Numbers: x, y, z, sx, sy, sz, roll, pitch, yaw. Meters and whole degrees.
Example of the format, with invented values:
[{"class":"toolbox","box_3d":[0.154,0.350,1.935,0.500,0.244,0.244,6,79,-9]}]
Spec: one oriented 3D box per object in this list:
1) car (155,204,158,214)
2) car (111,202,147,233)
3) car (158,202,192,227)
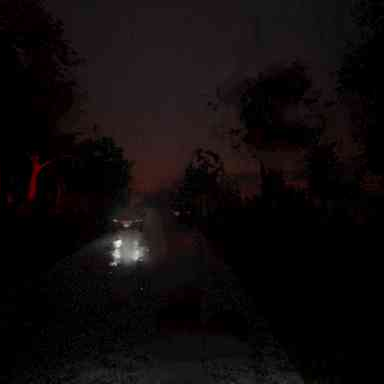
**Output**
[{"class":"car","box_3d":[-3.562,1.964,41.968,1.882,1.535,5.008,1,-1,-9]},{"class":"car","box_3d":[-3.856,1.624,20.878,2.128,1.511,4.902,0,-1,-5]},{"class":"car","box_3d":[-1.223,1.536,24.336,2.097,1.767,4.553,0,-1,-6]}]
